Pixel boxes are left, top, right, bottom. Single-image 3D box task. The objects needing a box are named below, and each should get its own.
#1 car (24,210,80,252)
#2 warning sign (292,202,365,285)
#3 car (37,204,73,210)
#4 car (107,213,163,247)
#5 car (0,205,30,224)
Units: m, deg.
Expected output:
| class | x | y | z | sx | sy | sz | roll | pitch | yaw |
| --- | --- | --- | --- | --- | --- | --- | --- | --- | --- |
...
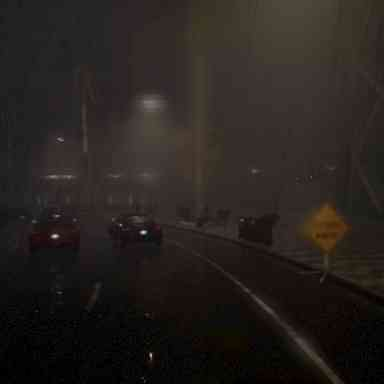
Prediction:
| class | x | y | z | sx | sy | sz | roll | pitch | yaw |
| --- | --- | --- | --- | --- | --- | --- | --- | --- | --- |
| car | -6.116 | 1.717 | 14.832 | 1.994 | 1.385 | 4.181 | 0 | -1 | -23 |
| warning sign | 3.316 | 1.185 | 8.219 | 1.300 | 1.860 | 1.060 | 0 | -1 | -9 |
| car | -12.538 | 1.804 | 30.240 | 4.902 | 1.511 | 2.128 | 0 | -1 | 43 |
| car | -2.853 | 1.722 | 16.100 | 1.994 | 1.385 | 4.181 | 0 | -1 | -23 |
| car | -15.026 | 1.819 | 27.770 | 4.674 | 1.442 | 1.812 | 0 | -1 | 43 |
